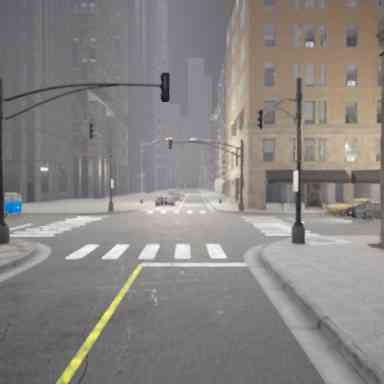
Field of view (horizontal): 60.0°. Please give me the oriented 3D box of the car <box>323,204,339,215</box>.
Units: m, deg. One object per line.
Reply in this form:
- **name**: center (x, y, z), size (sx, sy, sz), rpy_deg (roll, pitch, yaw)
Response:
- **car**: center (12.260, 1.069, 24.576), size (4.829, 1.417, 1.752), rpy_deg (0, 1, -1)

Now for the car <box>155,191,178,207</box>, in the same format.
- **car**: center (-2.881, 0.902, 36.342), size (1.994, 1.385, 4.181), rpy_deg (0, 1, 0)

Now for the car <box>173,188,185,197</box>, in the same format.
- **car**: center (-2.614, 0.134, 66.761), size (2.097, 1.767, 4.553), rpy_deg (0, 1, 0)

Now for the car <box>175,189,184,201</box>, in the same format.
- **car**: center (-2.773, 0.570, 51.016), size (2.128, 1.511, 4.902), rpy_deg (0, 1, 1)

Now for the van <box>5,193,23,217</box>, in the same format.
- **van**: center (-14.585, 0.926, 24.322), size (3.998, 1.788, 1.690), rpy_deg (0, 1, -1)

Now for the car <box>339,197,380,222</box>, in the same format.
- **car**: center (12.382, 1.155, 21.821), size (4.181, 1.385, 1.994), rpy_deg (0, 1, 0)
